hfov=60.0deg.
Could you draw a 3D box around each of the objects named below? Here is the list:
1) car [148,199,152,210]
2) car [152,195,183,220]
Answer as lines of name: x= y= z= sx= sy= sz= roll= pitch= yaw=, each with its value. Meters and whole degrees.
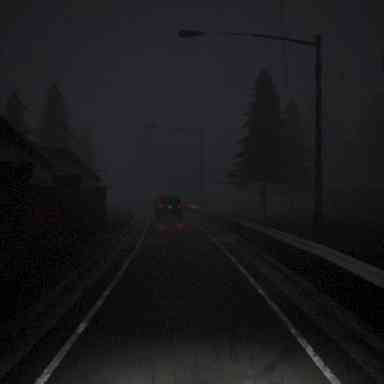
car: x=-4.905 y=1.638 z=44.823 sx=1.812 sy=1.442 sz=4.674 roll=0 pitch=0 yaw=-11
car: x=-2.076 y=1.295 z=28.887 sx=2.150 sy=2.045 sz=5.566 roll=0 pitch=0 yaw=-8
